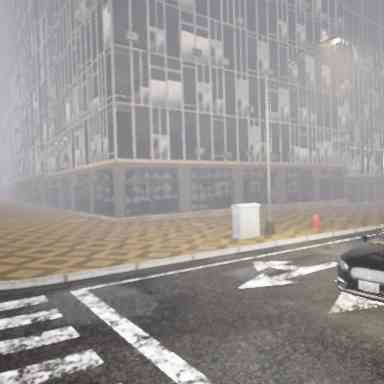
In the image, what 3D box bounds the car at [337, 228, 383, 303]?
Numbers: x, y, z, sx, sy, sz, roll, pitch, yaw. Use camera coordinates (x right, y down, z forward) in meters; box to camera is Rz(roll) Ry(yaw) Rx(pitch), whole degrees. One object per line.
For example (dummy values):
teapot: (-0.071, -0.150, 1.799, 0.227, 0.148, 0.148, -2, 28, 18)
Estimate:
car: (5.146, 1.377, 7.339, 4.902, 1.511, 2.128, -1, 0, -35)
